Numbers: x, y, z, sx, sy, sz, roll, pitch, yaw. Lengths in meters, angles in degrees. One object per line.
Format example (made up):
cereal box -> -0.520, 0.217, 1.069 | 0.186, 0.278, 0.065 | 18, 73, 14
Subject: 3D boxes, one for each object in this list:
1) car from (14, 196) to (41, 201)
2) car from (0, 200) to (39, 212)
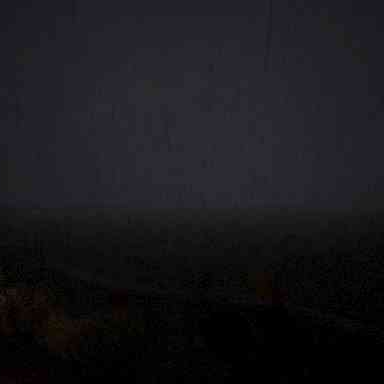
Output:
car -> -29.695, 1.617, 60.350 | 2.242, 1.667, 4.611 | 0, 0, 40
car -> -15.158, 1.622, 27.233 | 1.994, 1.385, 4.181 | 0, 0, 39
